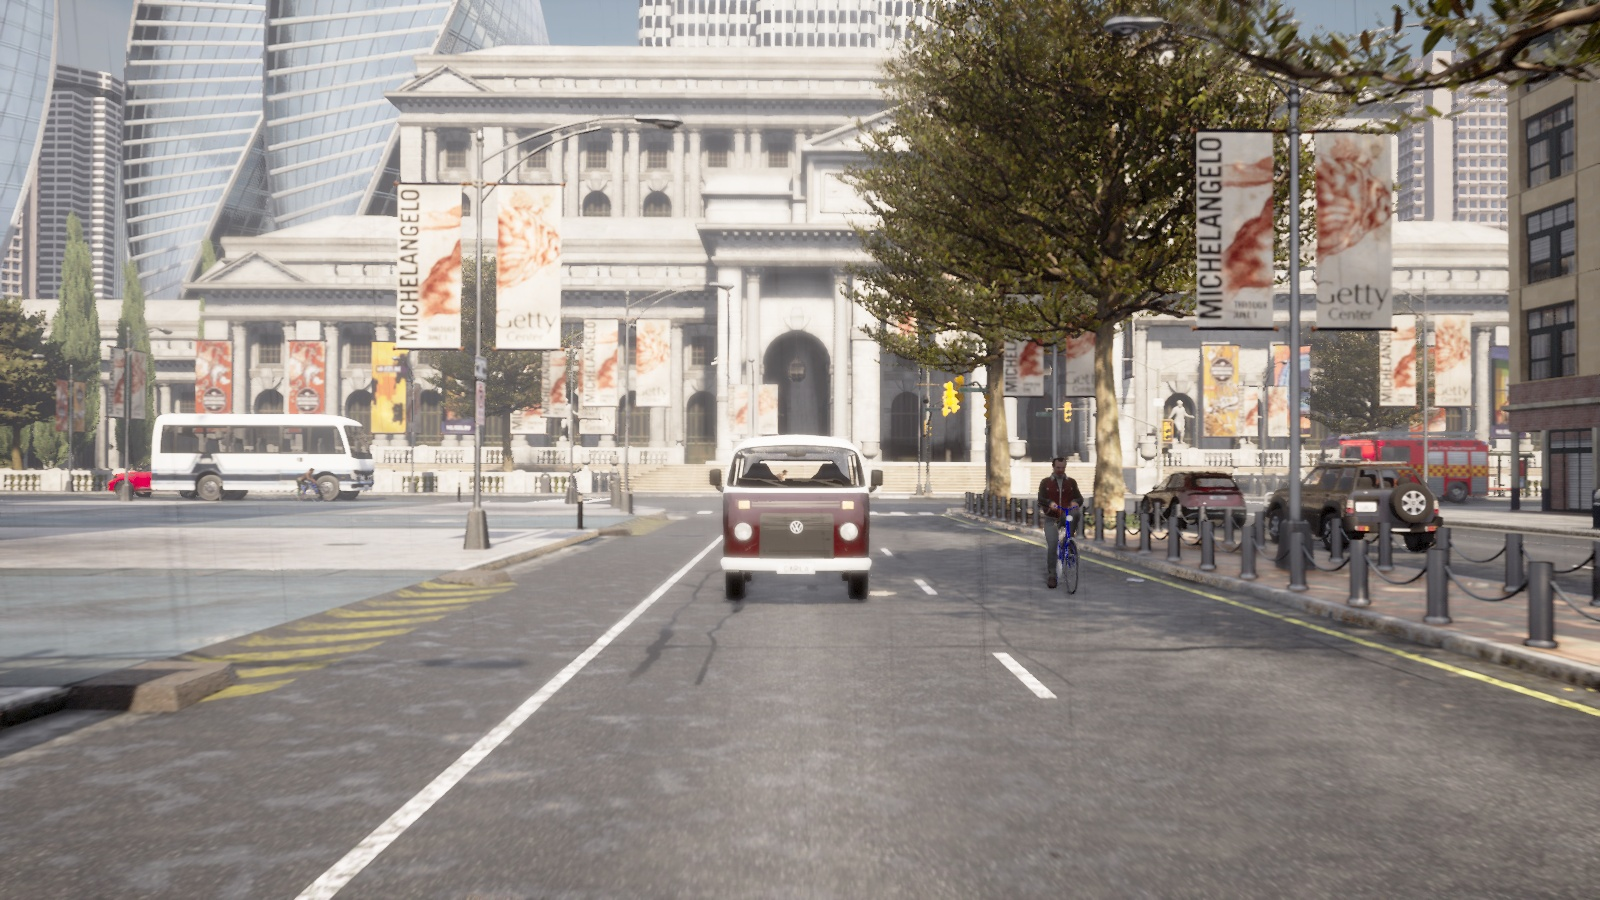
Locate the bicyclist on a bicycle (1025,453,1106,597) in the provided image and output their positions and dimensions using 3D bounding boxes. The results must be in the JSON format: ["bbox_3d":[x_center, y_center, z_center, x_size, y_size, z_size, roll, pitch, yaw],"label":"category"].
[{"bbox_3d":[3.459,0.948,16.495,0.659,1.776,1.843,0,-1,0],"label":"bicyclist on a bicycle"}]

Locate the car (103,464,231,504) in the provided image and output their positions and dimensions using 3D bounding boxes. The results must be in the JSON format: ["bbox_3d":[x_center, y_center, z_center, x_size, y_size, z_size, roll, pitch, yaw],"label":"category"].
[{"bbox_3d":[-33.034,1.764,65.635,5.566,2.045,2.150,0,-1,0],"label":"car"}]

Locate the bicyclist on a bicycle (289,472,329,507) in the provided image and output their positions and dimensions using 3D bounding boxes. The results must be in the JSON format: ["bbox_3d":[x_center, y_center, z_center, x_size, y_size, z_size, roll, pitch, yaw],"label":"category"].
[{"bbox_3d":[-22.924,1.841,58.655,1.656,1.620,0.582,0,-1,0],"label":"bicyclist on a bicycle"}]

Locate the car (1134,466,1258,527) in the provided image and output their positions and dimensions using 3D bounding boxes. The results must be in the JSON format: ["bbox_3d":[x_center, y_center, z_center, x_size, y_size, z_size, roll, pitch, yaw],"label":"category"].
[{"bbox_3d":[11.363,1.309,36.423,2.033,1.649,4.856,0,-1,0],"label":"car"}]

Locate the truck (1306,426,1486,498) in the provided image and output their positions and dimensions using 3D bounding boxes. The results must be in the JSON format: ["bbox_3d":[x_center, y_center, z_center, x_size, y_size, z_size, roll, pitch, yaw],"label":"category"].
[{"bbox_3d":[32.677,0.676,69.092,8.468,3.827,2.891,0,-1,0],"label":"truck"}]

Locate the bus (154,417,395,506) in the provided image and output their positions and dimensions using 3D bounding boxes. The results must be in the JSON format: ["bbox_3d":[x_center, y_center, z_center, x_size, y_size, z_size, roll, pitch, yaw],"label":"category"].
[{"bbox_3d":[-25.842,0.582,62.173,10.273,4.253,3.944,0,-1,0],"label":"bus"}]

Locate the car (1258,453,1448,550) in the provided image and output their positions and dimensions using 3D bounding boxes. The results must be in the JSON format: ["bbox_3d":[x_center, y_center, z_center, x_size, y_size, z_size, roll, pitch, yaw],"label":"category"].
[{"bbox_3d":[11.436,1.027,26.360,1.932,1.855,4.605,0,-1,0],"label":"car"}]

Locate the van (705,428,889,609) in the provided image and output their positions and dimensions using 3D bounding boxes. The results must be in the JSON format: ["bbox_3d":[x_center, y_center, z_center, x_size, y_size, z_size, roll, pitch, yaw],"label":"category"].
[{"bbox_3d":[-0.042,0.813,16.438,2.069,2.038,4.480,0,-1,0],"label":"van"}]
